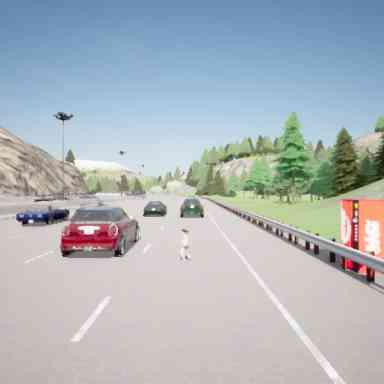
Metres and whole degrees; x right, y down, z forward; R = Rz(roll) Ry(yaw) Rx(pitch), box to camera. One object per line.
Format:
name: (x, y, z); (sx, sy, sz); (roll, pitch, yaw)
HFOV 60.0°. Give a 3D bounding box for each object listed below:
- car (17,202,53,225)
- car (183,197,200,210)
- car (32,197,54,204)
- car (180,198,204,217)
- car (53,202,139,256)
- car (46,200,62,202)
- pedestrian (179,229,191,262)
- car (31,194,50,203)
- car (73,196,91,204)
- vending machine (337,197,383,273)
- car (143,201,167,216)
car: (-10.489, 1.600, 23.887); (1.895, 1.301, 4.718); (0, 0, 0)
car: (-0.097, 1.490, 44.404); (2.128, 1.511, 4.902); (0, 0, 0)
car: (-28.237, 1.594, 63.193); (1.895, 1.301, 4.718); (0, 0, 0)
car: (-0.025, 1.351, 31.357); (2.097, 1.767, 4.553); (0, 0, -1)
car: (-3.450, 1.352, 13.243); (2.097, 1.767, 4.553); (0, 0, 0)
car: (-24.767, 1.350, 61.125); (2.097, 1.767, 4.553); (0, 0, 0)
pedestrian: (-0.187, 1.673, 10.723); (0.500, 1.100, 0.500); (0, 0, 0)
car: (-31.762, 1.353, 69.899); (2.097, 1.767, 4.553); (0, 0, 0)
car: (-21.252, 1.500, 64.671); (1.837, 1.490, 4.892); (0, 0, 0)
vending machine: (4.964, 1.195, 9.694); (1.100, 2.100, 0.880); (0, 0, 0)
car: (-3.519, 1.562, 32.360); (1.994, 1.385, 4.181); (0, 0, 0)
